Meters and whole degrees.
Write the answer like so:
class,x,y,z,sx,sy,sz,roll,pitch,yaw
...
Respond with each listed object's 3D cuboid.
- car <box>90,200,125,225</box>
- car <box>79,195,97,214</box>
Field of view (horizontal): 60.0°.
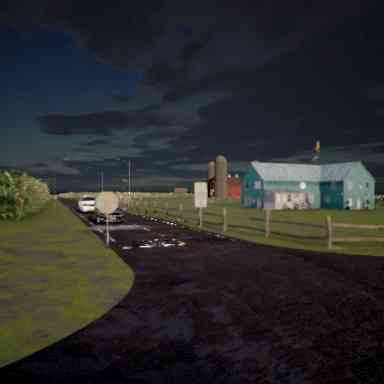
class,x,y,z,sx,sy,sz,roll,pitch,yaw
car,-6.556,1.651,26.038,1.837,1.490,4.892,0,0,-23
car,-11.964,1.432,38.979,2.150,2.045,5.566,0,0,-23
